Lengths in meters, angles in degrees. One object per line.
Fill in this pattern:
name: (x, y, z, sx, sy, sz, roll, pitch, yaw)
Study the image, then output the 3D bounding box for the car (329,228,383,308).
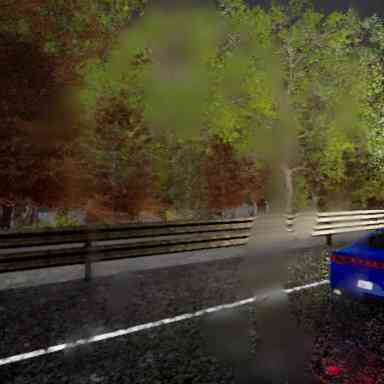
car: (5.066, 1.479, 7.222, 5.008, 1.535, 1.882, 0, 0, -35)
